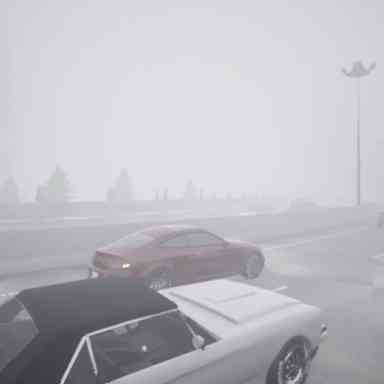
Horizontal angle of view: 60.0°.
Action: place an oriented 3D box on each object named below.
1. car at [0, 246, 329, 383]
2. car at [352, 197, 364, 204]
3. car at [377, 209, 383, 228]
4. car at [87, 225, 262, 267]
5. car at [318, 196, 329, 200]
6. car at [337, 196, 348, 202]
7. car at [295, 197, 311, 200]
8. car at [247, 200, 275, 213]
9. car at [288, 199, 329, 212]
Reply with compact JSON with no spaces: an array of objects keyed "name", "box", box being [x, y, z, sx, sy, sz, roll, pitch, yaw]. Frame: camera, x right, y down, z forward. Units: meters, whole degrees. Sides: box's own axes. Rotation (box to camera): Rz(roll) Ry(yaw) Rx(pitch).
[{"name":"car","box":[-0.643,1.611,3.454,4.718,1.301,1.895,0,0,-37]},{"name":"car","box":[31.668,1.581,63.564,1.895,1.301,4.718,0,0,30]},{"name":"car","box":[13.069,1.512,20.984,1.812,1.442,4.674,0,0,42]},{"name":"car","box":[-0.191,1.543,8.258,4.674,1.442,1.812,0,0,-39]},{"name":"car","box":[28.756,1.523,72.552,2.128,1.511,4.902,0,0,30]},{"name":"car","box":[32.936,1.547,72.803,1.994,1.385,4.181,0,0,30]},{"name":"car","box":[12.530,1.371,37.958,2.097,1.767,4.553,0,0,33]},{"name":"car","box":[7.758,1.601,37.161,1.994,1.385,4.181,0,0,35]},{"name":"car","box":[9.918,1.576,28.435,1.994,1.385,4.181,0,0,38]}]
